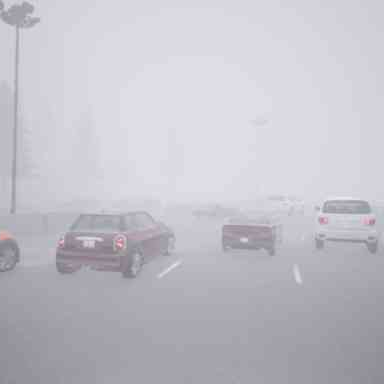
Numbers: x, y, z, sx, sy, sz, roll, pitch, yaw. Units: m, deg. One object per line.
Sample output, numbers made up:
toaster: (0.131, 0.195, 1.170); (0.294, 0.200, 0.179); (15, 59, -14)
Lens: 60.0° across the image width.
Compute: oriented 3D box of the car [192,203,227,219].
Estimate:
car: (2.073, 1.573, 27.512); (1.895, 1.301, 4.718); (0, 0, 34)

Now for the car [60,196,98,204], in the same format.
car: (-14.013, 1.299, 41.381); (1.882, 1.535, 5.008); (0, 0, 35)

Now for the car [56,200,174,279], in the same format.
car: (-2.032, 1.288, 10.157); (2.097, 1.767, 4.553); (1, 0, 13)

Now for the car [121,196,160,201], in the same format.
car: (-5.818, 1.353, 40.820); (2.128, 1.511, 4.902); (0, 0, 36)

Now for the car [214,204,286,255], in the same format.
car: (2.560, 1.456, 13.448); (1.882, 1.535, 5.008); (0, 0, 19)

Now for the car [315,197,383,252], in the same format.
car: (6.559, 1.236, 14.353); (2.150, 2.045, 5.566); (0, 0, 23)

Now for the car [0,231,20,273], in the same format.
car: (-6.137, 1.250, 7.611); (2.097, 1.767, 4.553); (1, 0, 9)

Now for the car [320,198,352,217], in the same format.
car: (14.205, 1.464, 32.548); (1.882, 1.535, 5.008); (0, 1, 35)

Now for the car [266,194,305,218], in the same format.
car: (8.712, 1.202, 30.889); (2.150, 2.045, 5.566); (0, 0, 36)

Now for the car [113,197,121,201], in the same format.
car: (-8.573, 1.328, 42.984); (2.128, 1.511, 4.902); (0, 0, 35)
